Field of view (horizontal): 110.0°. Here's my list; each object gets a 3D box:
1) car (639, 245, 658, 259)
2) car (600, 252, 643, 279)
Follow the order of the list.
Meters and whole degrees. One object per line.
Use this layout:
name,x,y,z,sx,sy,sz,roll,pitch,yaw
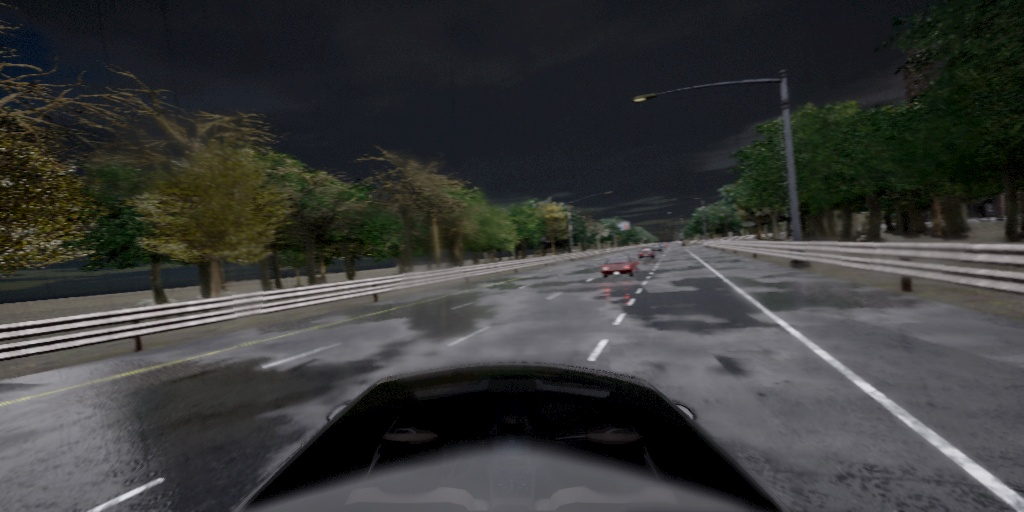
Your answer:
car,17.066,-0.372,45.360,1.812,1.442,4.674,-5,0,24
car,7.112,0.655,23.370,1.895,1.301,4.718,-5,0,24
